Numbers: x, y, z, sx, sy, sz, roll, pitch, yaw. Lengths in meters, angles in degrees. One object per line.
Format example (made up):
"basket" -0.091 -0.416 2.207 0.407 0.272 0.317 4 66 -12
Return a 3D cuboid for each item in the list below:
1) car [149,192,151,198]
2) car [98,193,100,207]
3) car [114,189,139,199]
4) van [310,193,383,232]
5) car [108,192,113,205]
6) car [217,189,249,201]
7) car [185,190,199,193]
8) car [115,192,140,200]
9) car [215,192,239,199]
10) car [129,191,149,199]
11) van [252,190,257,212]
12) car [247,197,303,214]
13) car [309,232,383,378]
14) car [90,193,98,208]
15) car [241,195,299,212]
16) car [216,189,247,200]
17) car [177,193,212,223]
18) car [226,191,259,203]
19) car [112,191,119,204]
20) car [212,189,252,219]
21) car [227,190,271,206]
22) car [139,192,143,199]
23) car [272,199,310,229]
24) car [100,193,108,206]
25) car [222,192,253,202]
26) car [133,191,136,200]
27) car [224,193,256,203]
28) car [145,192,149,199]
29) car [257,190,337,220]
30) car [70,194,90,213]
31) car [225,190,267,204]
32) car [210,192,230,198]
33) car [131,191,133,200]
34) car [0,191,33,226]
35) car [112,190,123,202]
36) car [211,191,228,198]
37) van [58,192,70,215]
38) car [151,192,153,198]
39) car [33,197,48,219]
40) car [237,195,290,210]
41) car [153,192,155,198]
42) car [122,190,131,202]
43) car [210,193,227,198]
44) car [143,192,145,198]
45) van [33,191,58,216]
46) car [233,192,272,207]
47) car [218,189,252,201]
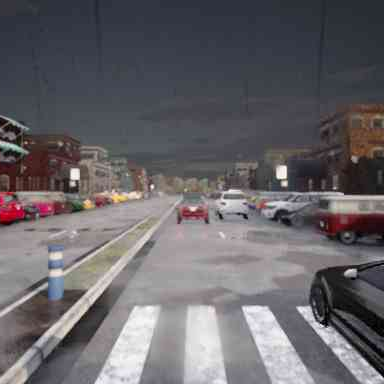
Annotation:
"car" -13.085 0.799 78.168 5.366 1.575 1.946 0 0 0
"car" -12.943 0.973 36.376 4.553 1.767 2.185 0 1 0
"car" -13.090 0.775 61.376 5.366 1.575 1.946 0 0 0
"van" 7.735 1.142 14.271 4.442 1.987 1.878 0 1 0
"car" -12.939 1.045 41.936 4.792 1.488 2.163 0 1 0
"car" 7.514 0.540 61.142 5.566 2.045 2.435 0 0 0
"car" 0.038 0.788 40.413 2.150 2.045 5.566 0 1 0
"car" -12.901 0.805 66.930 4.674 1.452 2.002 0 0 0
"car" 7.519 0.785 72.165 5.008 1.535 2.097 0 0 0
"car" -12.871 0.689 80.830 4.553 1.767 2.185 0 0 0
"van" 7.480 0.990 28.062 4.442 1.987 1.878 0 1 0
"car" 7.589 1.221 30.825 4.674 1.452 2.002 0 1 0
"car" 3.093 1.534 4.307 1.994 1.385 4.181 0 0 0
"car" -12.727 1.134 33.722 5.366 1.575 1.946 0 1 0
"car" 7.773 1.141 33.581 5.366 1.575 1.946 0 1 0
"car" 7.510 0.531 63.899 5.566 2.045 2.435 0 0 0
"car" 0.063 1.141 23.472 2.097 1.767 4.553 0 1 0
"car" 7.592 0.776 50.123 4.553 1.767 2.185 0 1 0
"car" -12.915 0.973 44.715 4.892 1.521 2.231 0 1 0
"car" 3.058 0.975 26.633 2.150 2.045 5.566 0 1 0
"car" 7.541 0.732 44.609 5.566 2.045 2.435 0 1 0
"car" -12.875 0.516 64.154 5.566 2.045 2.435 0 0 0
"car" 7.581 1.342 19.792 4.792 1.488 2.163 0 1 0
"car" -12.905 1.057 39.156 5.008 1.535 2.097 0 1 0
"car" 7.546 0.833 55.633 5.008 1.535 2.097 0 0 0
"car" -12.902 0.834 58.603 4.674 1.452 2.002 0 0 0
"car" 7.585 0.896 52.882 4.792 1.488 2.163 0 1 0
"car" -12.906 0.792 75.388 4.892 1.521 2.231 0 0 0
"car" 7.577 1.030 22.546 5.566 2.045 2.435 0 1 0
"car" -12.883 0.923 30.935 5.566 2.045 2.435 0 1 0
"car" 7.593 0.691 47.366 5.566 2.045 2.435 0 1 0
"car" 7.493 0.851 88.708 5.008 1.535 2.097 0 0 0
"car" -12.908 0.857 55.945 4.674 1.452 2.002 0 1 0
"car" -12.960 1.059 19.700 5.566 2.045 2.435 0 1 0
"car" -12.913 0.927 47.619 5.008 1.535 2.097 0 1 0
"car" 7.462 0.740 91.466 4.553 1.767 2.185 0 0 0
"van" -13.032 0.987 28.037 4.442 1.987 1.878 0 1 0
"car" -12.868 0.857 83.601 4.792 1.488 2.163 0 0 0
"car" -12.917 1.280 22.604 4.892 1.521 2.231 0 1 0
"car" 7.768 1.102 36.340 5.366 1.575 1.946 0 1 0
"car" -12.902 0.841 86.379 5.008 1.535 2.097 0 0 0
"car" -13.092 0.846 53.175 5.366 1.575 1.946 0 1 0
"car" 7.518 0.910 94.222 4.792 1.488 2.163 0 0 0
"car" -12.870 0.644 69.708 4.553 1.767 2.185 0 0 0
"van" -13.038 1.020 25.383 4.442 1.987 1.878 0 1 0
"car" 7.543 0.899 41.854 4.553 1.767 2.185 0 1 0
"car" 7.519 0.560 58.389 5.566 2.045 2.435 0 0 0
